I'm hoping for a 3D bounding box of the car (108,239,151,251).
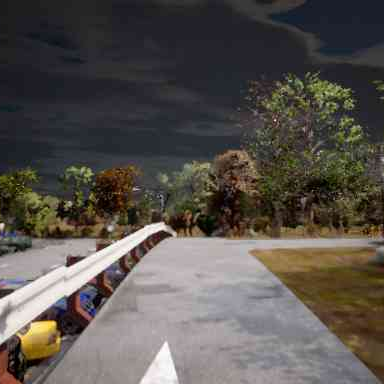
[{"bbox_3d":[-7.009,6.206,34.732,5.566,2.045,2.435,2,-4,-20],"label":"car"}]

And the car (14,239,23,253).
[{"bbox_3d":[-23.948,6.927,40.819,4.792,1.488,2.163,1,-5,-20],"label":"car"}]

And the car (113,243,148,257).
[{"bbox_3d":[-6.943,6.117,31.732,4.553,1.767,2.185,2,-4,-20],"label":"car"}]

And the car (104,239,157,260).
[{"bbox_3d":[-6.981,6.427,37.784,5.566,2.045,2.435,2,-5,-20],"label":"car"}]

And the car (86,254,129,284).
[{"bbox_3d":[-6.974,5.464,22.685,4.553,1.767,2.185,2,-5,-20],"label":"car"}]

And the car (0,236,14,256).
[{"bbox_3d":[-23.930,6.434,37.880,5.566,2.045,2.435,1,-5,-20],"label":"car"}]

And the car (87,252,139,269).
[{"bbox_3d":[-6.944,5.809,25.688,4.892,1.521,2.231,2,-4,-20],"label":"car"}]

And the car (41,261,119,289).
[{"bbox_3d":[-6.952,5.246,19.663,4.553,1.767,2.185,2,-5,-20],"label":"car"}]

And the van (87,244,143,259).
[{"bbox_3d":[-6.854,5.804,28.765,4.442,1.987,1.878,2,-5,-20],"label":"van"}]

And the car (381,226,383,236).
[{"bbox_3d":[11.930,1.732,16.223,4.892,1.490,1.837,-1,-4,0],"label":"car"}]

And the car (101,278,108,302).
[{"bbox_3d":[-6.942,5.183,16.636,4.792,1.488,2.163,2,-4,-20],"label":"car"}]

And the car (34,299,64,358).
[{"bbox_3d":[-7.058,4.709,10.552,5.366,1.575,1.946,2,-4,-20],"label":"car"}]

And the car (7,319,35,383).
[{"bbox_3d":[-6.900,4.250,7.615,5.566,2.045,2.435,2,-4,-20],"label":"car"}]

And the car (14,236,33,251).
[{"bbox_3d":[-24.002,6.857,43.749,5.566,2.045,2.435,1,-4,-20],"label":"car"}]

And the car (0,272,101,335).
[{"bbox_3d":[-6.868,4.688,13.663,5.566,2.045,2.435,2,-5,-20],"label":"car"}]
